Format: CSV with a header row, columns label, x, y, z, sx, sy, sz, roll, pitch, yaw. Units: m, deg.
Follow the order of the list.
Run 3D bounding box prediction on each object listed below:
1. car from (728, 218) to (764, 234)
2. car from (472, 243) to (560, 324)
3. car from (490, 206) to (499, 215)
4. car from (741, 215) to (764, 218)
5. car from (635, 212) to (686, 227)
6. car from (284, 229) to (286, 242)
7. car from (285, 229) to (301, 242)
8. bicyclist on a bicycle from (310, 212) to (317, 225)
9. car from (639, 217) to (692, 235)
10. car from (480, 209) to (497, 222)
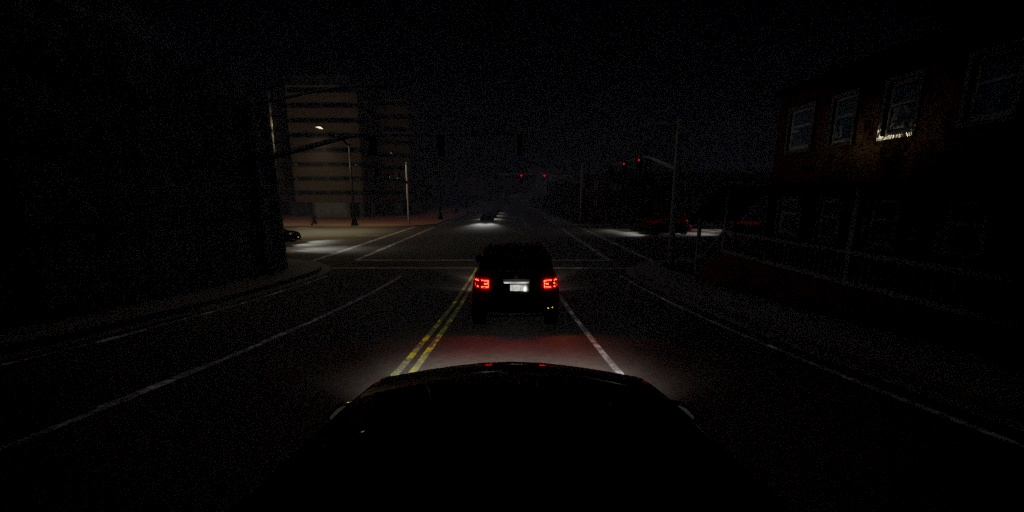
label,x,y,z,sx,sy,sz,roll,pitch,yaw
car,25.054,-2.901,36.723,4.718,1.301,1.895,0,10,0
car,0.061,0.602,10.736,2.150,2.045,5.566,0,4,-1
car,-3.735,-7.450,62.863,1.812,1.442,4.674,0,10,0
car,26.425,-3.732,40.129,4.553,1.767,2.097,0,10,0
car,16.762,-3.867,40.116,5.566,2.045,2.150,0,10,0
car,-19.916,-1.232,26.175,4.902,1.511,2.128,0,10,0
car,-20.111,-1.807,29.620,4.892,1.490,1.837,0,10,0
bicyclist on a bicycle,-25.385,-4.785,45.844,0.582,1.620,1.656,0,10,0
car,15.942,-2.978,36.712,4.674,1.442,1.812,0,10,0
car,-3.736,-5.881,54.116,1.895,1.301,4.718,0,10,0
